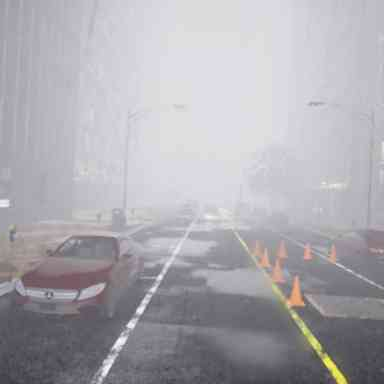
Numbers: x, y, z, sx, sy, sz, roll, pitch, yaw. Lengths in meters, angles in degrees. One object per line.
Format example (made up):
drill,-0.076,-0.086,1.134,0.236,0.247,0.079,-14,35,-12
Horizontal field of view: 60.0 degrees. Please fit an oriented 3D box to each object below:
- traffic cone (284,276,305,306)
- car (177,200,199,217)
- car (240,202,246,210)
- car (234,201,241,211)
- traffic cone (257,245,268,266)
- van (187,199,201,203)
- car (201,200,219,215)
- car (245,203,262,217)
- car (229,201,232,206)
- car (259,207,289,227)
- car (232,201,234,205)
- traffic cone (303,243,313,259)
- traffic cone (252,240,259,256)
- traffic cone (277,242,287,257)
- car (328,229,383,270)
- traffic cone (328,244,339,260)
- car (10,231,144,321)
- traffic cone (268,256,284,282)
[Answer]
traffic cone,2.295,2.150,7.326,0.340,0.580,0.340,3,-1,3
car,-0.591,1.927,35.664,2.008,1.369,4.403,3,-1,3
car,8.375,2.472,46.576,2.008,1.369,4.403,3,-1,3
car,8.988,2.503,57.946,1.967,1.590,4.097,3,-1,3
traffic cone,2.508,2.206,11.319,0.340,0.580,0.340,3,-1,3
van,0.027,1.867,47.034,1.690,1.788,3.998,3,-1,3
car,2.550,2.164,44.101,2.033,1.411,5.357,3,-1,3
car,8.072,2.399,40.893,2.008,1.369,4.403,3,-1,3
car,10.503,2.953,86.364,1.887,1.381,4.507,3,-1,3
car,7.463,2.277,29.525,1.802,1.307,4.206,3,-1,3
car,9.292,2.574,63.629,1.967,1.590,4.097,3,-1,3
traffic cone,4.609,2.328,13.208,0.340,0.580,0.340,3,-1,3
traffic cone,2.614,2.233,13.316,0.340,0.580,0.340,3,-1,3
traffic cone,3.611,2.281,13.262,0.340,0.580,0.340,3,-1,3
car,6.553,2.039,12.473,1.802,1.307,4.206,3,-1,3
traffic cone,5.602,2.367,13.160,0.340,0.580,0.340,0,-1,5
car,-2.110,1.564,7.244,1.802,1.307,4.206,3,-1,3
traffic cone,2.401,2.178,9.323,0.340,0.580,0.340,3,-1,3
